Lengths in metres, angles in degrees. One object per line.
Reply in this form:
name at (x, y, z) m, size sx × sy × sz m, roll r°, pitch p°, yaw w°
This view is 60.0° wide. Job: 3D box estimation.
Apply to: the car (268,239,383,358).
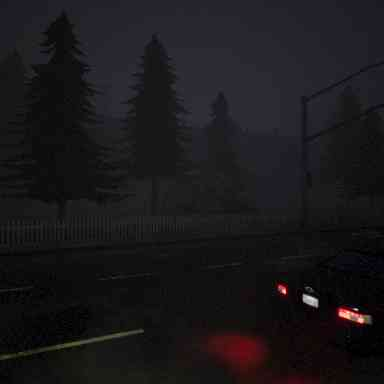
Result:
car at (3.891, 1.547, 5.698) m, size 5.357 × 1.411 × 2.033 m, roll 0°, pitch 0°, yaw -26°
